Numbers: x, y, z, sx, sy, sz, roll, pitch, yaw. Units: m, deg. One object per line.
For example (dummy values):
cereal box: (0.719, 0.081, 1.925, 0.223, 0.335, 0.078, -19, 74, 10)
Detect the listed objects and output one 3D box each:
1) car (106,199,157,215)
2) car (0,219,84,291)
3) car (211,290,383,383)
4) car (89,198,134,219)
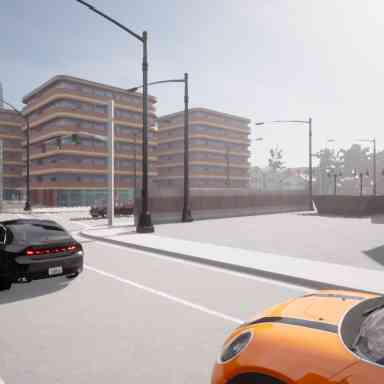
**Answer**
car: (-6.322, 1.491, 34.976, 4.902, 1.511, 2.128, 0, 0, -44)
car: (-4.699, 1.505, 9.166, 1.837, 1.490, 4.892, 0, 0, -43)
car: (2.319, 1.352, 2.301, 4.553, 1.767, 2.097, 0, 0, 40)
car: (-6.665, 1.352, 29.466, 4.553, 1.767, 2.097, 0, 0, -44)
